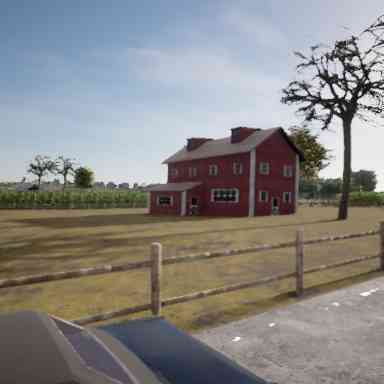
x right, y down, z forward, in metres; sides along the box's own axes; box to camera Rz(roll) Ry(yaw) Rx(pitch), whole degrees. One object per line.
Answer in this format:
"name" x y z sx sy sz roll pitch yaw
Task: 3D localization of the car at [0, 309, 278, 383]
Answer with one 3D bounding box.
"car" -1.731 1.600 1.805 4.718 1.301 1.895 0 0 -35
